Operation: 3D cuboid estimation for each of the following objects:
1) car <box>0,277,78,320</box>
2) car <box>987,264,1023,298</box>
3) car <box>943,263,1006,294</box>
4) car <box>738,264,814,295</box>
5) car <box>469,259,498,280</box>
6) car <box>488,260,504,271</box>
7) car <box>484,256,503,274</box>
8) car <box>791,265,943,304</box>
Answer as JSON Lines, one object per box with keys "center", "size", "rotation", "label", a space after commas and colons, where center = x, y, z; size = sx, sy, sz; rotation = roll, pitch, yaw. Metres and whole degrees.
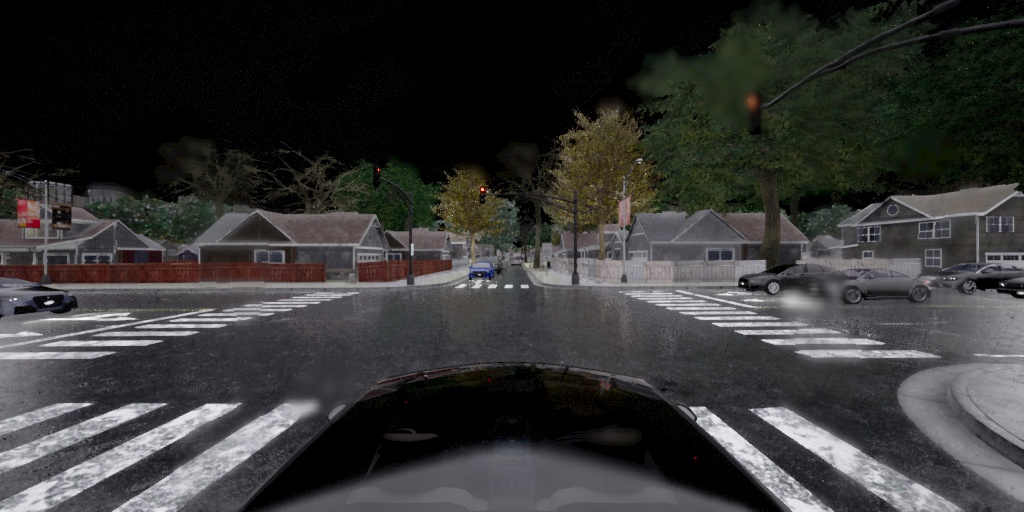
{"center": [-17.598, 1.410, 12.136], "size": [4.181, 1.385, 1.994], "rotation": [0, 0, 1], "label": "car"}
{"center": [23.954, 1.149, 14.925], "size": [5.357, 1.411, 2.033], "rotation": [0, 0, 1], "label": "car"}
{"center": [23.592, 1.093, 18.182], "size": [4.902, 1.511, 2.128], "rotation": [0, 0, 1], "label": "car"}
{"center": [14.263, 1.158, 18.319], "size": [4.892, 1.490, 1.837], "rotation": [0, 0, 2], "label": "car"}
{"center": [-2.594, 1.241, 31.411], "size": [1.882, 1.535, 5.008], "rotation": [0, 0, 1], "label": "car"}
{"center": [-2.269, 1.330, 51.964], "size": [2.033, 1.411, 5.357], "rotation": [0, 0, 1], "label": "car"}
{"center": [-2.400, 0.994, 41.647], "size": [2.150, 2.045, 5.566], "rotation": [0, 0, 1], "label": "car"}
{"center": [14.717, 1.217, 15.071], "size": [4.181, 1.385, 1.994], "rotation": [0, 0, 1], "label": "car"}
